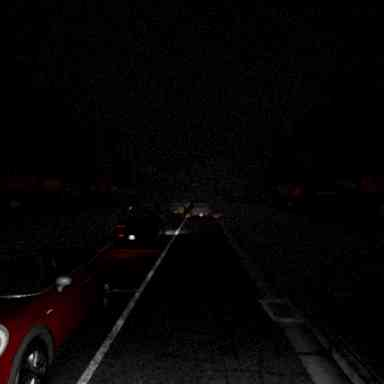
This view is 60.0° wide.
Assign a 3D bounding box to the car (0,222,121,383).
[{"bbox_3d":[-2.555,1.454,4.770,1.967,1.590,4.097,-1,0,2],"label":"car"}]

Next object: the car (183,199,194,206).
[{"bbox_3d":[-0.753,2.224,70.111,2.008,1.369,4.403,-1,-1,2],"label":"car"}]

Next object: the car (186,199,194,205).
[{"bbox_3d":[-0.452,2.416,81.000,1.802,1.307,4.206,-1,-1,2],"label":"car"}]

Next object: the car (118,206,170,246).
[{"bbox_3d":[-2.347,1.584,15.750,1.837,1.490,4.892,0,0,2],"label":"car"}]

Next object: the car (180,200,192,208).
[{"bbox_3d":[-1.050,2.104,59.215,1.802,1.307,4.206,-1,-1,2],"label":"car"}]

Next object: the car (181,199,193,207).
[{"bbox_3d":[-0.903,2.147,64.665,2.008,1.369,4.403,-1,-1,2],"label":"car"}]

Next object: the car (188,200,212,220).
[{"bbox_3d":[0.871,1.736,30.608,1.812,1.442,4.674,0,0,2],"label":"car"}]

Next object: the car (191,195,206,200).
[{"bbox_3d":[1.276,1.715,45.395,2.097,1.767,4.553,0,-1,2],"label":"car"}]

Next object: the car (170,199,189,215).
[{"bbox_3d":[-1.658,1.786,37.272,1.752,1.417,4.829,-1,-1,2],"label":"car"}]

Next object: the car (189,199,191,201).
[{"bbox_3d":[-1.206,1.890,53.777,1.967,1.590,4.097,-1,-1,2],"label":"car"}]
